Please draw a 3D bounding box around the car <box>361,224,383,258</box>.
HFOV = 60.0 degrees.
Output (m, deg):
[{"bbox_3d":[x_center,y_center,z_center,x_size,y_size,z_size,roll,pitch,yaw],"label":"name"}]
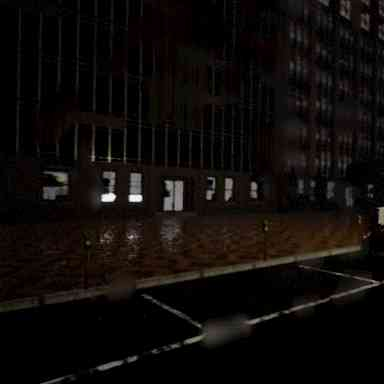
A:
[{"bbox_3d":[8.008,1.582,12.258,4.097,1.590,1.967,1,0,-35],"label":"car"}]
